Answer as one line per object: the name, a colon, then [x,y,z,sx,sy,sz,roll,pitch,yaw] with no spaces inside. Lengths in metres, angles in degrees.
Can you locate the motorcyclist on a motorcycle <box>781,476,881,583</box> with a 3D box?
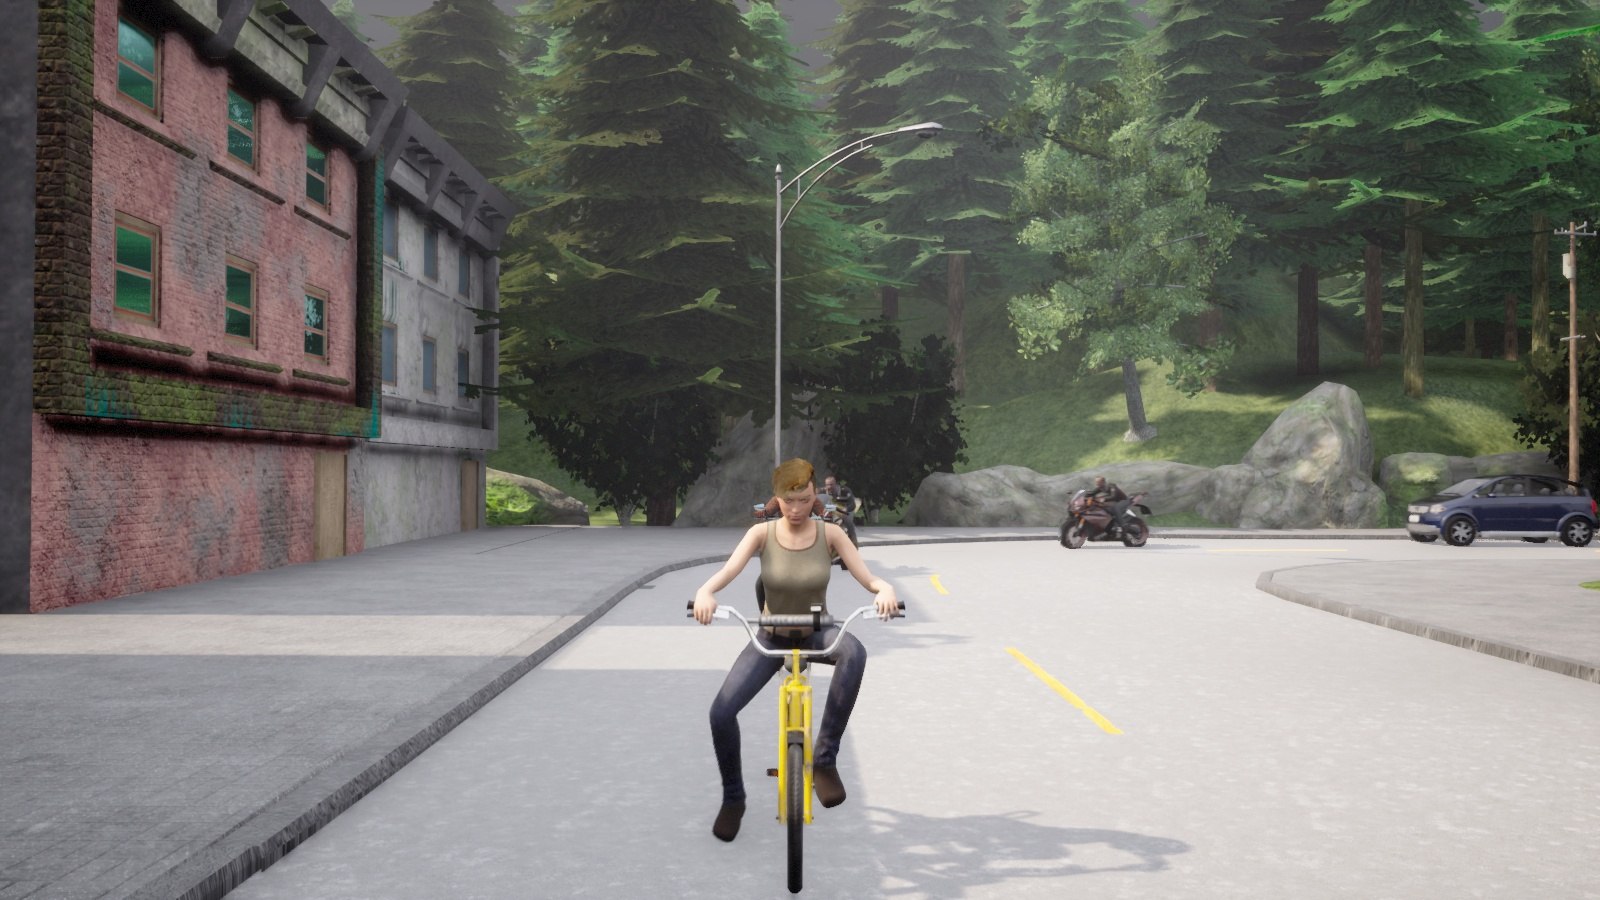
motorcyclist on a motorcycle: [0.510,1.171,19.188,0.866,1.530,2.191,-1,-1,20]

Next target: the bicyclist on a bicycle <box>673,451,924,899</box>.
bicyclist on a bicycle: [-0.012,0.836,5.118,0.866,1.612,1.509,0,-2,0]

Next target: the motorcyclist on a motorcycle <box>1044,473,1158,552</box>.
motorcyclist on a motorcycle: [6.190,1.259,25.803,2.191,1.530,0.866,0,0,-25]

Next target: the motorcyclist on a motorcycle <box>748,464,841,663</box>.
motorcyclist on a motorcycle: [-0.040,0.960,11.616,0.766,1.649,2.350,0,-1,0]

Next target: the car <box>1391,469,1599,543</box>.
car: [15.204,1.193,27.477,3.705,1.549,1.789,0,-1,-1]
